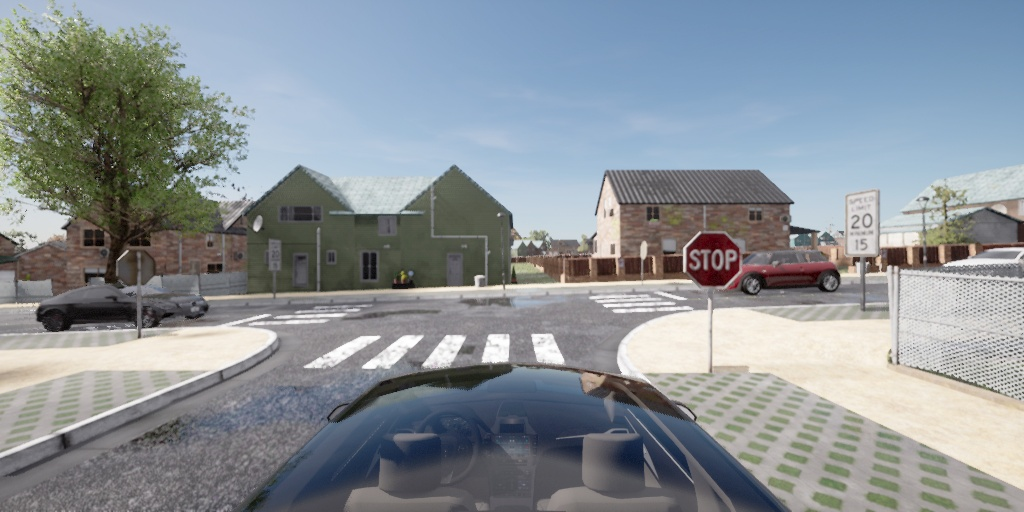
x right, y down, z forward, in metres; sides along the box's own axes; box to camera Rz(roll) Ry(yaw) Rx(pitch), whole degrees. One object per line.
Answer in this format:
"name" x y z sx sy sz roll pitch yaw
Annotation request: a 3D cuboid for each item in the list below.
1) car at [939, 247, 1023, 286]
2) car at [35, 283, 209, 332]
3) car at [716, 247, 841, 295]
"car" 20.507 0.391 14.720 4.674 1.442 1.812 -2 0 1
"car" -12.931 1.617 12.004 4.674 1.442 1.812 -2 0 1
"car" 10.568 0.575 14.740 4.553 1.767 2.097 -2 0 -1
